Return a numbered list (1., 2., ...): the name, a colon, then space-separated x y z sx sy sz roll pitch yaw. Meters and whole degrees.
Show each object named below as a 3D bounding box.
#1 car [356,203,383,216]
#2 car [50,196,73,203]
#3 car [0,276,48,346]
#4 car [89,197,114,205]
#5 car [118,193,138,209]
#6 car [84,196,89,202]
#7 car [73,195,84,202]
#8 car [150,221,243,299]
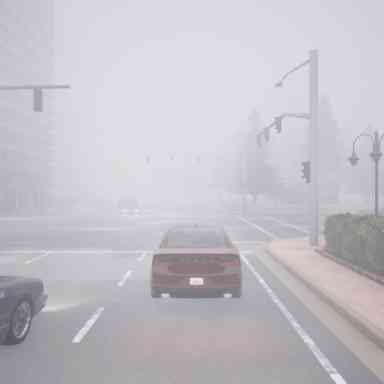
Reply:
1. car: 15.617 1.580 26.570 4.674 1.442 1.812 0 0 0
2. car: -28.065 1.522 69.706 4.902 1.511 2.128 0 0 27
3. car: -3.428 1.547 3.309 2.033 1.411 5.357 0 0 0
4. car: -16.055 1.545 59.741 2.033 1.411 5.357 0 0 -39
5. car: -9.042 1.220 46.690 2.150 2.045 5.566 0 0 -20
6. car: -25.773 1.475 76.370 5.008 1.535 1.882 0 0 24
7. car: -27.152 1.537 73.161 5.357 1.411 2.033 0 0 24
8. car: 0.094 1.477 8.536 1.882 1.535 5.008 0 0 0
